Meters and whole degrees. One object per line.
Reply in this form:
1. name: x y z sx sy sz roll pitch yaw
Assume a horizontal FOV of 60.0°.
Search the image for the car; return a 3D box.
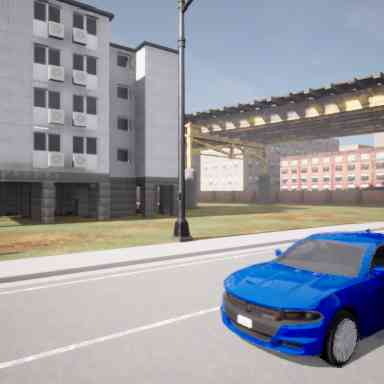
1. car: 2.743 1.477 5.968 5.008 1.535 1.882 0 0 -36
